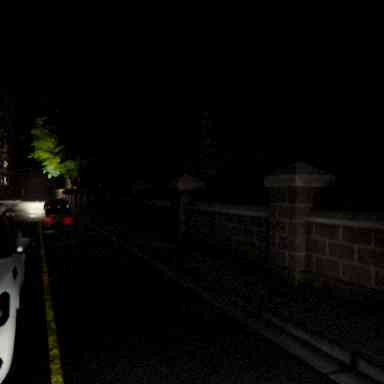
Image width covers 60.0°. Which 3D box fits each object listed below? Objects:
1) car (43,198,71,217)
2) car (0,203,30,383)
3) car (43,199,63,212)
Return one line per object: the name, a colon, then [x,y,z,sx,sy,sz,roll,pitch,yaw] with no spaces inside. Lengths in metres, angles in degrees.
car: [-12.876,1.379,31.786,2.097,1.767,4.553,0,0,-25]
car: [-3.791,1.223,5.093,2.150,2.045,5.566,0,0,-25]
car: [-17.072,1.600,40.741,1.994,1.385,4.181,0,0,-26]
